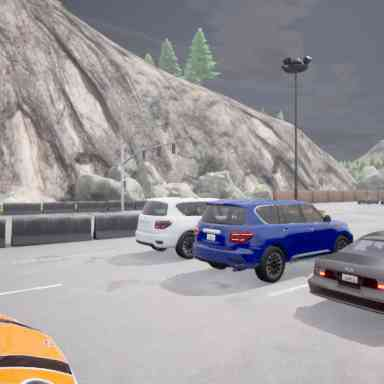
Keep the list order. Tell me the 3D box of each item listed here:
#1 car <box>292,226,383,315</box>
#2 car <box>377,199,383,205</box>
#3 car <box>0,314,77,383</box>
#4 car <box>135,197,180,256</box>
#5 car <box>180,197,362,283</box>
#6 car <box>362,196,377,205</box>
[{"bbox_3d":[4.783,1.547,7.236,5.357,1.411,2.033,0,0,-36],"label":"car"},{"bbox_3d":[31.942,1.385,53.139,4.181,1.385,1.994,0,0,-36],"label":"car"},{"bbox_3d":[-2.901,1.350,1.673,4.553,1.767,2.097,0,0,-36],"label":"car"},{"bbox_3d":[0.572,1.221,12.824,5.566,2.045,2.150,0,0,-36],"label":"car"},{"bbox_3d":[2.595,1.221,9.946,5.566,2.045,2.150,0,0,-38],"label":"car"},{"bbox_3d":[29.524,1.387,55.701,4.181,1.385,1.994,0,0,-36],"label":"car"}]
